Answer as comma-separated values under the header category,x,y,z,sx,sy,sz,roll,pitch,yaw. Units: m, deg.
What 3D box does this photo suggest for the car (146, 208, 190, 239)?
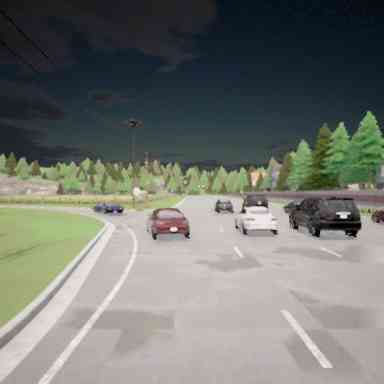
category,x,y,z,sx,sy,sz,roll,pitch,yaw
car,-1.345,1.553,17.521,1.812,1.442,4.674,0,0,-13

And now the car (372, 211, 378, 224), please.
category,x,y,z,sx,sy,sz,roll,pitch,yaw
car,14.105,1.564,22.456,1.812,1.442,4.674,0,0,0

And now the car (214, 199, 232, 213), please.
category,x,y,z,sx,sy,sz,roll,pitch,yaw
car,3.609,1.558,38.483,2.128,1.511,4.902,0,0,0

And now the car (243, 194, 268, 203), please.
category,x,y,z,sx,sy,sz,roll,pitch,yaw
car,7.109,1.286,37.603,2.150,2.045,5.566,0,0,0

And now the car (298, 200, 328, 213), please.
category,x,y,z,sx,sy,sz,roll,pitch,yaw
car,14.109,1.631,39.013,1.994,1.385,4.181,0,0,0

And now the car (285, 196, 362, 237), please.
category,x,y,z,sx,sy,sz,roll,pitch,yaw
car,7.106,1.251,18.278,2.150,2.045,5.566,0,0,0

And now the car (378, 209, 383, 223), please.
category,x,y,z,sx,sy,sz,roll,pitch,yaw
car,10.604,1.572,14.251,2.033,1.411,5.357,0,0,0

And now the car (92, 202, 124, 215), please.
category,x,y,z,sx,sy,sz,roll,pitch,yaw
car,-8.837,1.661,34.580,1.895,1.301,4.718,0,0,-35

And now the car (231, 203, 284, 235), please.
category,x,y,z,sx,sy,sz,roll,pitch,yaw
car,3.605,1.557,19.107,1.812,1.442,4.674,0,0,0
